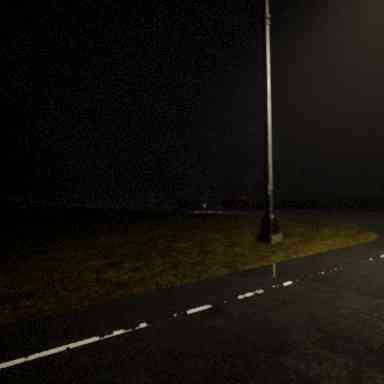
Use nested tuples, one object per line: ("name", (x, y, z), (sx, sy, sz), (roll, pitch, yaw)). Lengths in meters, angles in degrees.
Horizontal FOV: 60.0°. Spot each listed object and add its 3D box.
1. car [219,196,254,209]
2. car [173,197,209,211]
("car", (5.236, 1.271, 39.921), (1.882, 1.535, 5.008), (0, -1, -35))
("car", (-0.123, 1.224, 35.375), (2.128, 1.511, 4.902), (0, -1, -35))
